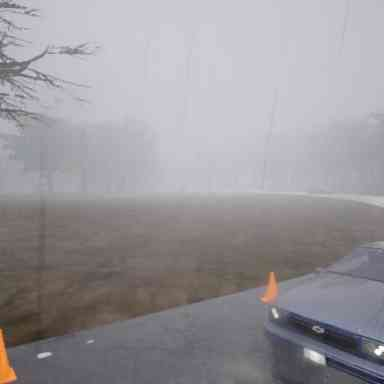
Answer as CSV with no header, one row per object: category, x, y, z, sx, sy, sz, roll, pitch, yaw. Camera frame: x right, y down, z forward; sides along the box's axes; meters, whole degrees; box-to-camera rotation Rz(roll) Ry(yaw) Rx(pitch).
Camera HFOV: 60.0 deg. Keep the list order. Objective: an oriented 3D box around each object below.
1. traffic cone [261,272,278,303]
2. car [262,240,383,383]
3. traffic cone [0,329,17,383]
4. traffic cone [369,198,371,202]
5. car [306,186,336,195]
traffic cone,1.692,1.983,6.995,0.340,0.580,0.340,0,0,-36
car,3.578,1.573,5.586,5.357,1.411,2.033,0,0,-37
traffic cone,-2.334,1.962,4.029,0.340,0.580,0.340,1,0,-36
traffic cone,20.634,0.878,38.508,0.340,0.580,0.340,-2,2,8
car,21.416,-0.212,55.403,2.033,1.411,5.357,-2,2,-21
